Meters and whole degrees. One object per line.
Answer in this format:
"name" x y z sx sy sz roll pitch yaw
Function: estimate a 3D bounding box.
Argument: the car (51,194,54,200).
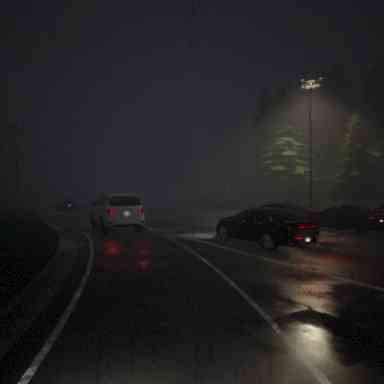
"car" -28.789 1.030 70.587 1.882 1.535 5.008 0 0 -29

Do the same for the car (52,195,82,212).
"car" -13.712 1.374 36.361 1.994 1.385 4.181 0 0 -29

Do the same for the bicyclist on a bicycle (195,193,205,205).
"bicyclist on a bicycle" 1.134 0.968 46.656 1.656 1.620 0.582 -1 1 -29

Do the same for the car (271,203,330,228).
"car" 4.545 1.330 17.897 1.882 1.535 5.008 0 0 -29

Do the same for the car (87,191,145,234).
"car" -4.326 1.110 18.823 2.150 2.045 5.566 0 0 -25

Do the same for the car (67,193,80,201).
"car" -25.728 1.026 72.284 1.837 1.490 4.892 0 0 -29

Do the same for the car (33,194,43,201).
"car" -32.253 1.167 69.619 1.837 1.490 4.892 0 0 -29

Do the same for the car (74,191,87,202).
"car" -20.893 0.877 63.563 2.150 2.045 5.566 0 0 -29

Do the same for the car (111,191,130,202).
"car" -14.367 0.826 66.228 2.150 2.045 5.566 0 0 -29

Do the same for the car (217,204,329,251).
"car" 2.870 1.394 13.701 1.837 1.490 4.892 0 0 -29

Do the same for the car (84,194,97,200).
"car" -22.464 1.053 73.617 1.994 1.385 4.181 0 0 -29

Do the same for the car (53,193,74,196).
"car" -23.720 1.230 61.448 2.033 1.411 5.357 0 0 -29

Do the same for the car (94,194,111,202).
"car" -17.412 1.179 64.507 2.033 1.411 5.357 0 0 -29

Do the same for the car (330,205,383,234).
"car" 8.385 1.396 18.189 1.994 1.385 4.181 0 0 -29
